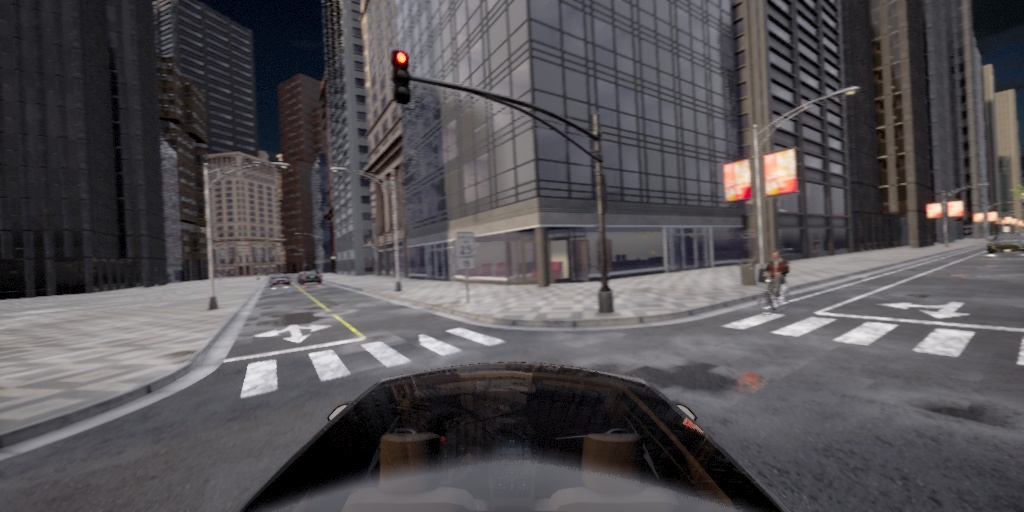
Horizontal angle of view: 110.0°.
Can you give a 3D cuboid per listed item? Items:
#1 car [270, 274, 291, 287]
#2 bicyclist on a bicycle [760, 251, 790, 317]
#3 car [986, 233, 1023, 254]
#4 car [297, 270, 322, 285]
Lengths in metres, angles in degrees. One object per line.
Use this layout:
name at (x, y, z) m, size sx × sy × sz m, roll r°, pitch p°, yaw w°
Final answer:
car at (-27.423, 2.875, 42.446) m, size 1.994 × 1.385 × 4.181 m, roll -3°, pitch 0°, yaw -33°
bicyclist on a bicycle at (7.219, 0.737, 9.868) m, size 1.843 × 1.776 × 0.659 m, roll -3°, pitch 0°, yaw -33°
car at (42.595, -1.131, 30.772) m, size 4.553 × 1.767 × 2.097 m, roll -3°, pitch 0°, yaw -34°
car at (-24.223, 2.493, 43.111) m, size 2.097 × 1.767 × 4.553 m, roll -3°, pitch 0°, yaw -33°
